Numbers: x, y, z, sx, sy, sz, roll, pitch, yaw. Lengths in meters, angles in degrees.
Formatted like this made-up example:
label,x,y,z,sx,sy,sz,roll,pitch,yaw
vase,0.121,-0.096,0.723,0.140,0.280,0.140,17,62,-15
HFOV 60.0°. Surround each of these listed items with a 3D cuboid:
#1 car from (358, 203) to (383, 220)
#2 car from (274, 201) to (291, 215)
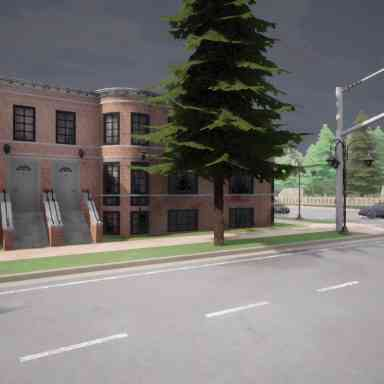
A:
label,x,y,z,sx,sy,sz,roll,pitch,yaw
car,15.915,1.547,26.002,2.033,1.411,5.357,0,0,-30
car,7.753,1.564,33.118,1.994,1.385,4.181,0,0,-30
